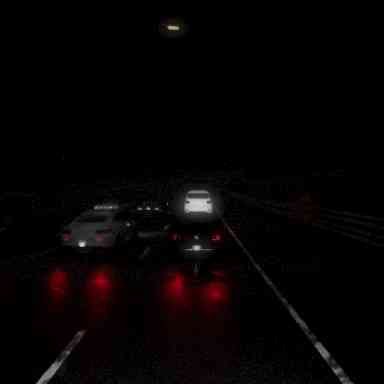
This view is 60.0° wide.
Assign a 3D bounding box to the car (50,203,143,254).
[{"bbox_3d":[-3.295,1.352,12.500,1.812,1.442,4.674,0,0,2],"label":"car"}]

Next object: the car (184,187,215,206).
[{"bbox_3d":[0.559,0.881,26.988,2.150,2.045,5.566,0,1,2],"label":"car"}]

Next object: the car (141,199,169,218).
[{"bbox_3d":[-2.984,1.214,26.014,2.033,1.411,5.357,0,1,2],"label":"car"}]

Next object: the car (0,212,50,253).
[{"bbox_3d":[-6.789,1.421,12.716,1.895,1.301,4.718,0,1,2],"label":"car"}]

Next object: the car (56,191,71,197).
[{"bbox_3d":[-22.546,0.591,60.067,2.033,1.411,5.357,2,1,4],"label":"car"}]

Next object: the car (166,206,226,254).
[{"bbox_3d":[0.210,1.426,12.615,1.895,1.301,4.718,0,1,2],"label":"car"}]

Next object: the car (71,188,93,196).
[{"bbox_3d":[-19.079,0.290,59.794,2.150,2.045,5.566,0,1,4],"label":"car"}]

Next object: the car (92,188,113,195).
[{"bbox_3d":[-15.585,0.429,59.730,2.097,1.767,4.553,0,1,4],"label":"car"}]

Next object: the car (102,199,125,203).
[{"bbox_3d":[-6.418,1.243,27.666,1.895,1.301,4.718,0,1,2],"label":"car"}]

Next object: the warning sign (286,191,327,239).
[{"bbox_3d":[4.777,0.928,13.984,1.300,1.860,1.060,2,3,1],"label":"warning sign"}]
